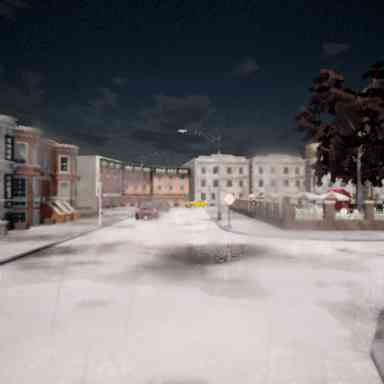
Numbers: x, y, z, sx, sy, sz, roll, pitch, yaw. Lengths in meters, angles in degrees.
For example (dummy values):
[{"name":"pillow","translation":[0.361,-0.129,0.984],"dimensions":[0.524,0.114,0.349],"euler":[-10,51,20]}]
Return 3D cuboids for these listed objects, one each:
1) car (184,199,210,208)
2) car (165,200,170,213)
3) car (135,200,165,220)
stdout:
[{"name":"car","translation":[0.933,2.125,62.018],"dimensions":[5.008,1.535,1.882],"euler":[0,-1,-32]},{"name":"car","translation":[-4.091,1.808,44.255],"dimensions":[2.097,1.767,4.553],"euler":[0,-1,0]},{"name":"car","translation":[-4.096,1.680,31.851],"dimensions":[2.097,1.767,4.553],"euler":[0,-1,0]}]
